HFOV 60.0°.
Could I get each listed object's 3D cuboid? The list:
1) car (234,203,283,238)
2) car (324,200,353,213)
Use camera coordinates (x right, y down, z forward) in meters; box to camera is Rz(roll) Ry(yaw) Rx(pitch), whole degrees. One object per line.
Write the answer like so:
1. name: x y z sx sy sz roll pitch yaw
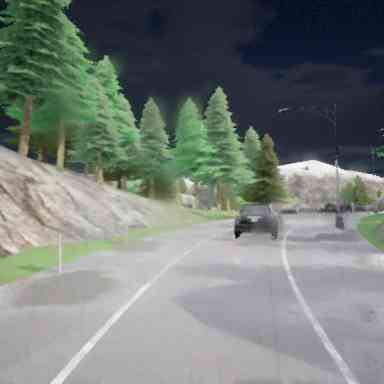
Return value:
1. car: 3.602 1.333 17.657 2.097 1.767 4.553 -1 0 18
2. car: 16.773 1.673 38.002 4.674 1.442 1.812 1 -4 -44
